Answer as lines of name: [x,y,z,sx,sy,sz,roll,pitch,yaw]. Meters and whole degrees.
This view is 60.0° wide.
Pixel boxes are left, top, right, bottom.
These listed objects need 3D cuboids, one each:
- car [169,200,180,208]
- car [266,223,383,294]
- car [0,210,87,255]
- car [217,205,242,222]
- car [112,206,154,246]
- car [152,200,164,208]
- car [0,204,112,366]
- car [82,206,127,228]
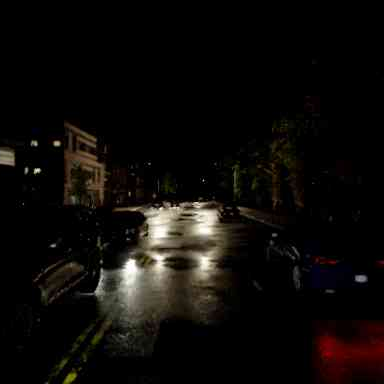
car: [-3.249,2.230,63.706,1.837,1.490,4.892,0,0,0]
car: [3.354,1.581,9.071,1.882,1.535,5.008,0,0,0]
car: [-6.576,1.661,14.985,2.128,1.511,4.902,0,-1,0]
car: [3.353,1.889,30.367,2.033,1.411,5.357,0,-1,0]
car: [-3.323,1.666,16.635,1.882,1.535,5.008,0,-1,1]
car: [-6.495,2.244,63.648,1.812,1.442,4.674,0,0,0]
car: [-3.341,1.293,6.275,2.150,2.045,5.566,0,-1,1]
car: [-6.543,1.835,25.598,2.033,1.411,5.357,0,-1,1]
